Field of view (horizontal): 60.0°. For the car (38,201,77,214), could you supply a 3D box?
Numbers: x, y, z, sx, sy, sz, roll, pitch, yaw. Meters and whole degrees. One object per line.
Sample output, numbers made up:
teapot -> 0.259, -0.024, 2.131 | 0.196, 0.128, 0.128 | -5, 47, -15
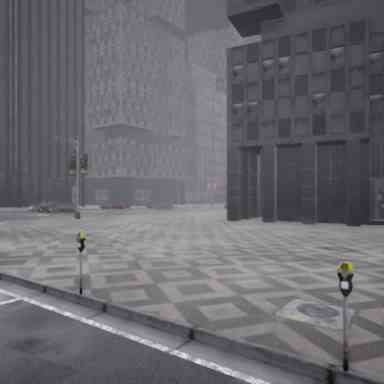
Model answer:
car -> -16.580, 2.046, 41.987 | 1.994, 1.385, 4.181 | 0, -1, 35

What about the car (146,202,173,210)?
car -> -5.486, 2.391, 57.364 | 2.033, 1.411, 5.357 | 0, -1, 36

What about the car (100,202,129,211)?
car -> -12.379, 2.311, 53.391 | 1.895, 1.301, 4.718 | 0, -1, 36

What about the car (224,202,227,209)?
car -> 8.201, 2.455, 65.031 | 2.097, 1.767, 4.553 | 0, -1, 35

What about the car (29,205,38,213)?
car -> -19.014, 1.985, 44.146 | 2.128, 1.511, 4.902 | 0, -1, 36
